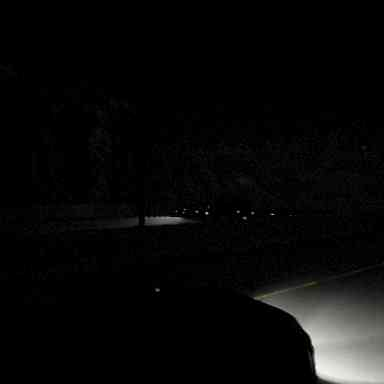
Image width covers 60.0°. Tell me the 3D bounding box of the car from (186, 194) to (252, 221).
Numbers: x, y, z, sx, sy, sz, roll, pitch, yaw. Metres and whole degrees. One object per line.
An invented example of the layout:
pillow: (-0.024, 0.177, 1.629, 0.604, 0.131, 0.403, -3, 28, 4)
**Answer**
car: (2.652, 1.171, 27.350, 5.566, 2.045, 2.150, 0, 0, -35)

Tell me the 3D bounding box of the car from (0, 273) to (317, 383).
car: (-0.677, 1.560, 3.272, 4.181, 1.385, 1.994, 0, 0, -35)

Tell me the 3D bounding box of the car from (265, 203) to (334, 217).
car: (7.330, 1.546, 22.079, 4.718, 1.301, 1.895, 0, 0, -35)

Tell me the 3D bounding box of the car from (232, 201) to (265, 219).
car: (5.575, 1.545, 25.124, 4.718, 1.301, 1.895, 0, 0, -35)

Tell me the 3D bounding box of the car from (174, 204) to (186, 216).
car: (0.639, 1.454, 30.210, 4.892, 1.490, 1.837, 0, 0, -35)
